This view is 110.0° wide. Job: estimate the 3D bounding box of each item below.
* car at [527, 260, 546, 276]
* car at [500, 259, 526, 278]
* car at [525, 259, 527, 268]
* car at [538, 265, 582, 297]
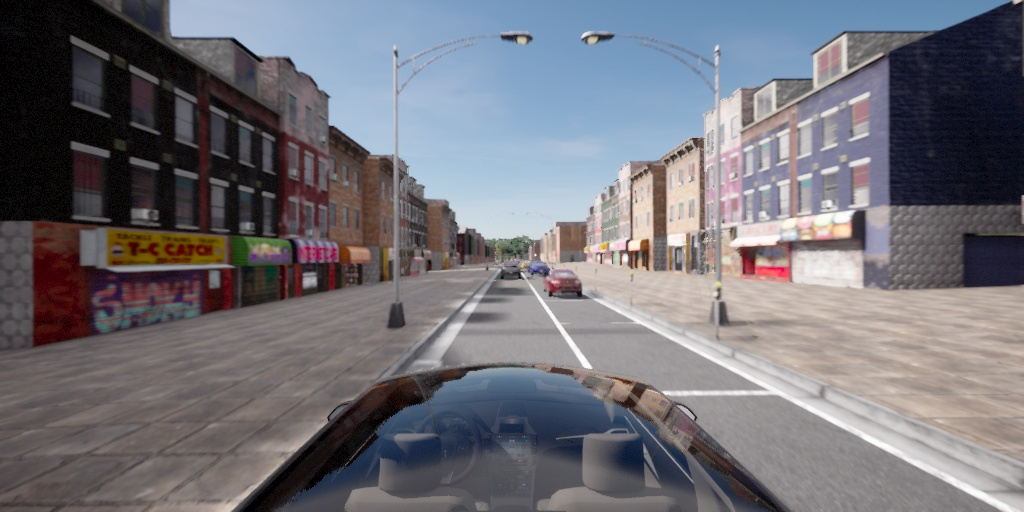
[{"bbox_3d":[2.852,1.313,37.551,1.812,1.442,4.674,0,0,0],"label":"car"},{"bbox_3d":[-0.075,1.280,33.654,2.128,1.511,4.902,0,0,0],"label":"car"},{"bbox_3d":[2.817,1.335,44.551,1.812,1.442,4.674,0,0,0],"label":"car"},{"bbox_3d":[2.564,1.331,18.644,1.802,1.307,4.207,0,0,0],"label":"car"}]
